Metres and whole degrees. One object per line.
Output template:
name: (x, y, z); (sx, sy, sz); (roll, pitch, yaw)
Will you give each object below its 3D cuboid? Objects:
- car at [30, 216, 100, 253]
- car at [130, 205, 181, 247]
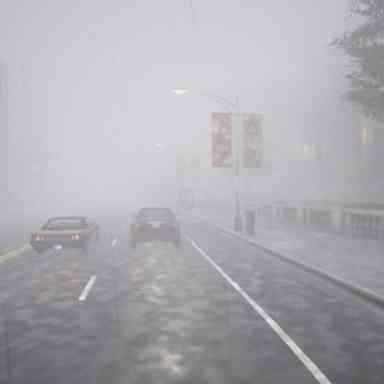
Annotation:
car: (-5.063, 1.666, 13.991); (1.895, 1.301, 4.718); (0, 0, -8)
car: (-1.777, 1.405, 15.684); (2.097, 1.767, 4.553); (0, 0, -8)
